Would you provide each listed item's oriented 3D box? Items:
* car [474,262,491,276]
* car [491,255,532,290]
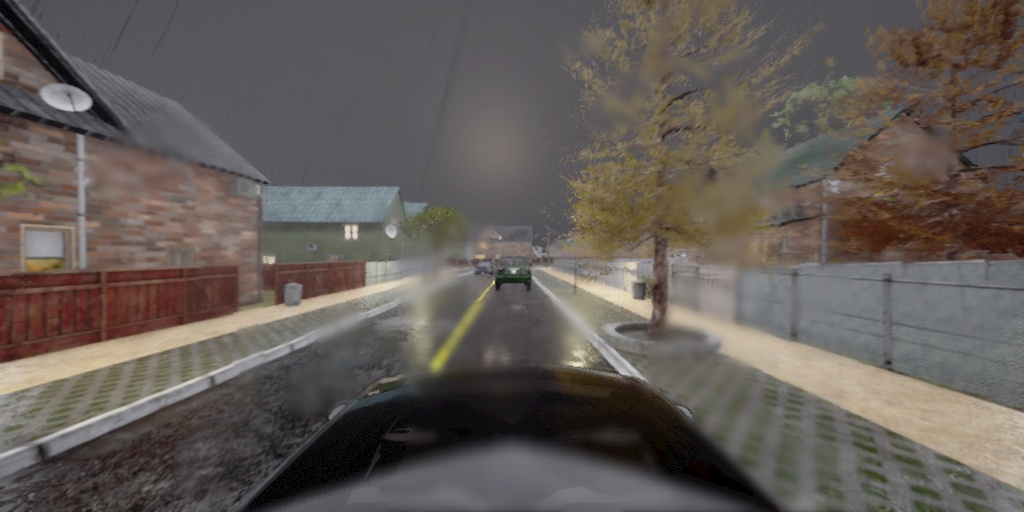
[{"bbox_3d":[-2.853,1.322,37.896,2.033,1.411,5.357,0,0,0],"label":"car"},{"bbox_3d":[0.088,0.968,22.362,2.150,2.045,5.566,0,0,0],"label":"car"}]
